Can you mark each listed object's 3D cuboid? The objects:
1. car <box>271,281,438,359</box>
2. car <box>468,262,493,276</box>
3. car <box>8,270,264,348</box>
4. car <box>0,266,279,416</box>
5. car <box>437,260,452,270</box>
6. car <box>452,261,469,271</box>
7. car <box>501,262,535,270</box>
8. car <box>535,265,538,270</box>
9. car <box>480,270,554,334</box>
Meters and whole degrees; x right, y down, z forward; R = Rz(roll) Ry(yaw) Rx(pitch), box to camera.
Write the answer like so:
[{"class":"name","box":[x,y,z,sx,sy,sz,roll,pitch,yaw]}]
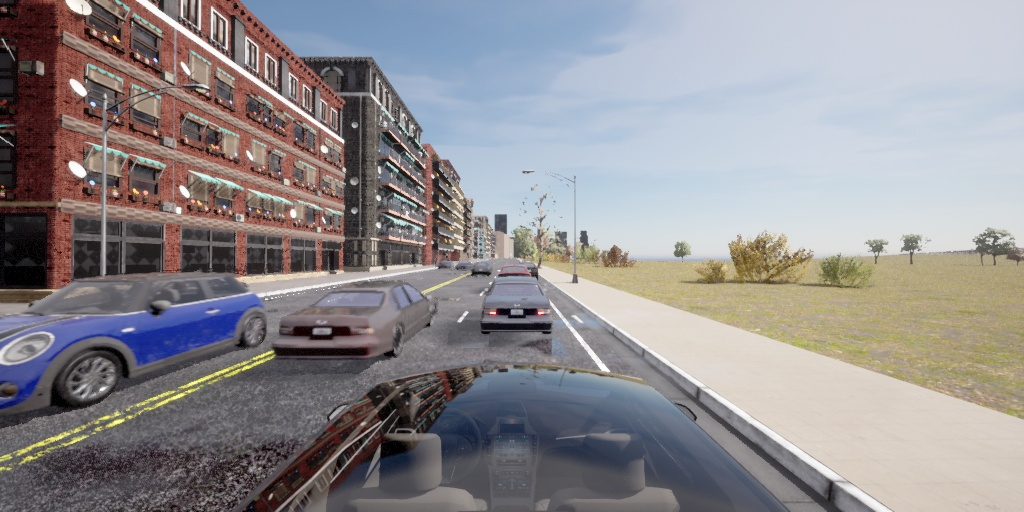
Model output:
[{"class":"car","box":[-3.142,1.298,8.454,2.033,1.411,5.357,0,0,0]},{"class":"car","box":[-3.083,1.318,37.519,1.994,1.385,4.181,0,0,0]},{"class":"car","box":[-9.837,1.243,10.210,2.128,1.511,4.902,0,0,0]},{"class":"car","box":[-6.594,1.103,6.166,2.097,1.767,4.553,0,0,0]},{"class":"car","box":[-9.745,1.317,53.160,1.994,1.385,4.181,0,0,0]},{"class":"car","box":[-6.507,1.317,49.142,1.994,1.385,4.181,0,0,0]},{"class":"car","box":[0.139,1.231,21.085,1.882,1.535,5.008,0,0,0]},{"class":"car","box":[1.192,1.232,30.522,1.882,1.535,5.008,0,0,0]},{"class":"car","box":[0.115,1.299,10.545,2.033,1.411,5.357,0,0,0]}]
